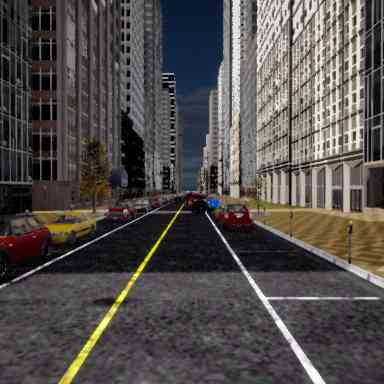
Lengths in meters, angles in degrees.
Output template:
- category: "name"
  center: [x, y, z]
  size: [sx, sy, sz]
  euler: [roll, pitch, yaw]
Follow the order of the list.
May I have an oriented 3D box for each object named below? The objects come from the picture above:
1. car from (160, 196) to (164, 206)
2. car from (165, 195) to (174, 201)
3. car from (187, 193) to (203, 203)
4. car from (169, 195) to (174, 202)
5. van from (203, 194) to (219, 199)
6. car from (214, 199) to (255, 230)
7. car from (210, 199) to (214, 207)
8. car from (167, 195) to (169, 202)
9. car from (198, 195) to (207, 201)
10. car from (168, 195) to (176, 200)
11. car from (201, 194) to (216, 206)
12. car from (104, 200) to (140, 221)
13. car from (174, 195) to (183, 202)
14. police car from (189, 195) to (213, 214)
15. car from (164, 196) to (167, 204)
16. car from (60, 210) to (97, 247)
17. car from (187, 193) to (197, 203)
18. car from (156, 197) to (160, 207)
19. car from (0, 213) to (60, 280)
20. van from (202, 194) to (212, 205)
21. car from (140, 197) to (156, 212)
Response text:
- category: "car"
  center: [-5.697, 1.536, 49.395]
  size: [1.887, 1.381, 4.507]
  euler: [-1, 0, 0]
- category: "car"
  center: [-5.697, 1.536, 83.496]
  size: [2.008, 1.369, 4.403]
  euler: [-1, 0, 0]
- category: "car"
  center: [0.823, 1.210, 46.068]
  size: [2.150, 2.045, 5.566]
  euler: [0, 0, -1]
- category: "car"
  center: [-5.698, 1.538, 72.129]
  size: [2.008, 1.369, 4.403]
  euler: [-1, 0, 0]
- category: "van"
  center: [2.681, 1.333, 43.711]
  size: [1.690, 1.788, 3.998]
  euler: [-1, 0, 0]
- category: "car"
  center: [2.682, 1.436, 20.977]
  size: [1.967, 1.590, 4.097]
  euler: [-1, 0, 0]
- category: "car"
  center: [2.683, 1.520, 26.830]
  size: [1.752, 1.417, 4.829]
  euler: [-1, 0, 0]
- category: "car"
  center: [-5.697, 1.571, 60.762]
  size: [1.802, 1.307, 4.206]
  euler: [-1, 0, 0]
- category: "car"
  center: [2.683, 1.536, 83.496]
  size: [2.008, 1.369, 4.403]
  euler: [-1, 0, 0]
- category: "car"
  center: [-5.697, 1.565, 94.863]
  size: [1.802, 1.307, 4.206]
  euler: [-1, 0, 0]
- category: "car"
  center: [2.681, 1.305, 55.078]
  size: [2.192, 1.841, 5.009]
  euler: [-1, 0, 0]
- category: "car"
  center: [-5.699, 1.435, 26.660]
  size: [1.967, 1.590, 4.097]
  euler: [-1, 0, 0]
- category: "car"
  center: [-3.000, 1.490, 76.725]
  size: [1.994, 1.385, 4.181]
  euler: [0, 0, 0]
- category: "police car"
  center: [0.900, 1.419, 36.167]
  size: [1.930, 1.638, 5.238]
  euler: [0, 0, 0]
- category: "car"
  center: [-5.698, 1.541, 55.078]
  size: [2.008, 1.369, 4.403]
  euler: [-1, 0, 0]
- category: "car"
  center: [-5.698, 1.522, 15.123]
  size: [1.752, 1.417, 4.829]
  euler: [-1, 0, 0]
- category: "car"
  center: [0.000, 1.148, 71.277]
  size: [2.150, 2.045, 5.566]
  euler: [0, 0, 0]
- category: "car"
  center: [-5.697, 1.558, 43.711]
  size: [1.947, 1.339, 4.313]
  euler: [-1, 0, 0]
- category: "car"
  center: [-5.699, 1.437, 9.609]
  size: [1.967, 1.590, 4.097]
  euler: [-1, 0, 0]
- category: "van"
  center: [2.681, 1.331, 60.762]
  size: [1.690, 1.788, 3.998]
  euler: [-1, 0, 0]
- category: "car"
  center: [-5.698, 1.544, 38.027]
  size: [2.008, 1.369, 4.403]
  euler: [-1, 0, 0]
